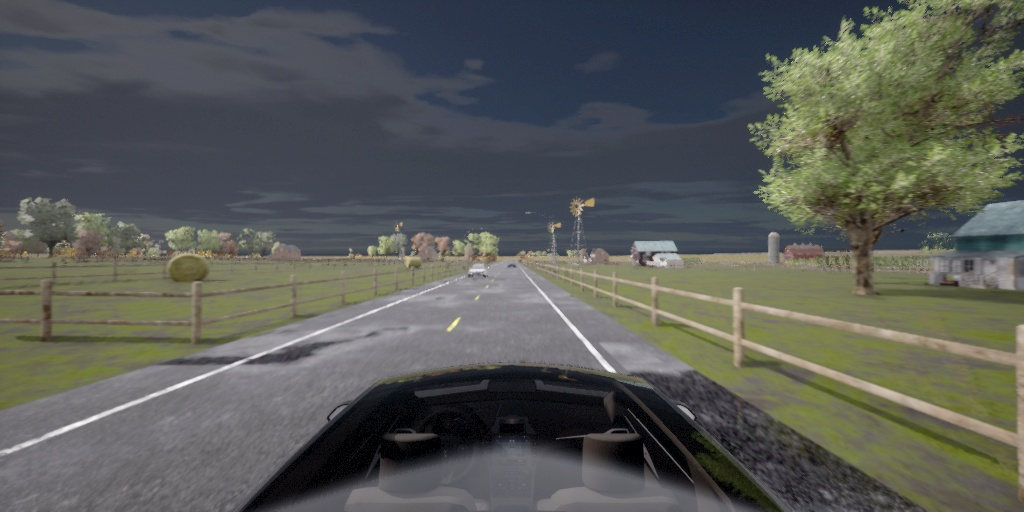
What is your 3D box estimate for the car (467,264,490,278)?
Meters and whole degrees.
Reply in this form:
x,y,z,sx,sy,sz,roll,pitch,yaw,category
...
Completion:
x,y,z,sx,sy,sz,roll,pitch,yaw,category
-3.517,1.586,37.729,1.812,1.442,4.674,0,0,0,car
